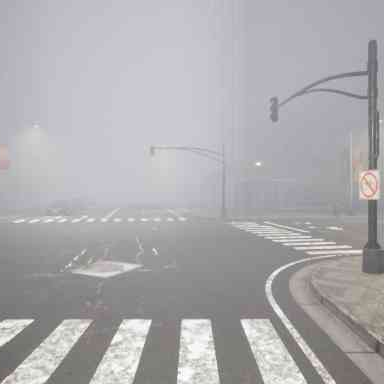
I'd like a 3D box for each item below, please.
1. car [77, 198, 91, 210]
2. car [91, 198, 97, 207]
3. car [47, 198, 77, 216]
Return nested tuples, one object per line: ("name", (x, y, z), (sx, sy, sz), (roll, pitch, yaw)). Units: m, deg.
("car", (-14.783, 1.503, 43.294), (1.882, 1.535, 5.008), (0, 0, -9))
("car", (-16.375, 1.600, 53.139), (1.994, 1.385, 4.181), (0, 0, -9))
("car", (-13.196, 1.542, 33.462), (1.812, 1.442, 4.674), (0, 0, -10))
